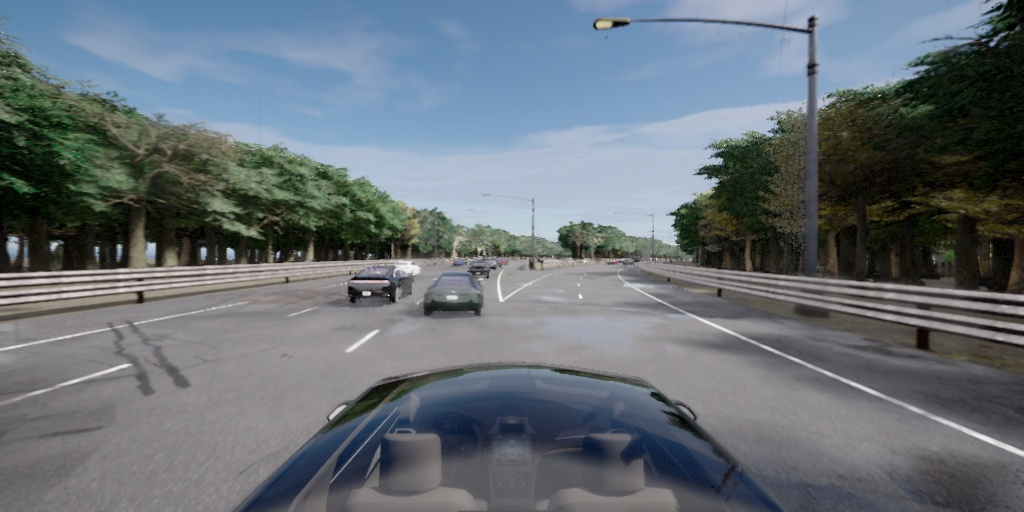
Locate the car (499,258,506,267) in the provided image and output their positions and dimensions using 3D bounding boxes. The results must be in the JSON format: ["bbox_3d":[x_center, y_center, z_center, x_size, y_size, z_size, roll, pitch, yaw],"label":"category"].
[{"bbox_3d":[-2.625,1.190,60.726,2.128,1.511,4.902,0,0,2],"label":"car"}]

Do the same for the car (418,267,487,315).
[{"bbox_3d":[-2.043,1.296,13.455,1.994,1.385,4.181,0,0,-4],"label":"car"}]

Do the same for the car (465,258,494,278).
[{"bbox_3d":[-2.892,1.220,32.691,1.837,1.490,4.892,0,0,-1],"label":"car"}]

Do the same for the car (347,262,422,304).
[{"bbox_3d":[-5.623,1.192,15.959,2.128,1.511,4.902,0,0,-3],"label":"car"}]

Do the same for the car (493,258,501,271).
[{"bbox_3d":[-2.961,1.309,48.701,1.895,1.301,4.718,0,0,1],"label":"car"}]
